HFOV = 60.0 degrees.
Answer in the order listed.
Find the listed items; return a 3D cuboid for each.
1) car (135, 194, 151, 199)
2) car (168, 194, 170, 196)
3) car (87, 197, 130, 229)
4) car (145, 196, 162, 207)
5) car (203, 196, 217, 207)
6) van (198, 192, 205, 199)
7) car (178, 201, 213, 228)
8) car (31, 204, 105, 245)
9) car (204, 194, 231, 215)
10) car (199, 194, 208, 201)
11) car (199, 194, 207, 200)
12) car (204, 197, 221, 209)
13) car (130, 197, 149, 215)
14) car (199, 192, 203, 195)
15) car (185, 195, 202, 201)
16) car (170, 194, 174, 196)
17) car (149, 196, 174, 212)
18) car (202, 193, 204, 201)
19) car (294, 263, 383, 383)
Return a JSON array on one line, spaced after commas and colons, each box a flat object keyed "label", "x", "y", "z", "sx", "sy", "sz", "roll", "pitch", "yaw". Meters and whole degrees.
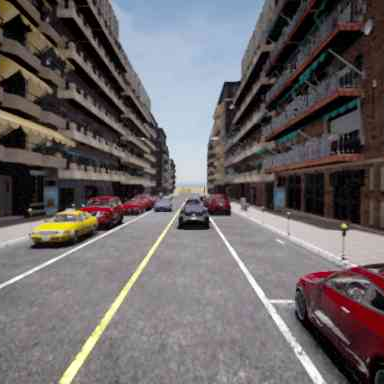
[{"label": "car", "x": -5.694, "y": 1.200, "z": 38.213, "sx": 2.192, "sy": 1.841, "sz": 5.009, "roll": -1, "pitch": 0, "yaw": 0}, {"label": "car", "x": -5.682, "y": 1.370, "z": 60.874, "sx": 1.947, "sy": 1.339, "sz": 4.313, "roll": -1, "pitch": 0, "yaw": 0}, {"label": "car", "x": -5.700, "y": 1.254, "z": 21.220, "sx": 2.192, "sy": 1.841, "sz": 5.009, "roll": -1, "pitch": 0, "yaw": 0}, {"label": "car", "x": -5.686, "y": 1.391, "z": 49.543, "sx": 1.887, "sy": 1.381, "sz": 4.507, "roll": -1, "pitch": 0, "yaw": 0}, {"label": "car", "x": 2.661, "y": 1.390, "z": 49.600, "sx": 1.887, "sy": 1.381, "sz": 4.507, "roll": -1, "pitch": 0, "yaw": 0}, {"label": "van", "x": 2.706, "y": 1.010, "z": 94.915, "sx": 1.690, "sy": 1.788, "sz": 3.998, "roll": -1, "pitch": 0, "yaw": 0}, {"label": "car", "x": 0.113, "y": 1.501, "z": 21.755, "sx": 1.994, "sy": 1.385, "sz": 4.181, "roll": 0, "pitch": 0, "yaw": 0}, {"label": "car", "x": -5.699, "y": 1.481, "z": 15.385, "sx": 1.752, "sy": 1.417, "sz": 4.829, "roll": -1, "pitch": 0, "yaw": 0}, {"label": "car", "x": 2.651, "y": 1.218, "z": 32.605, "sx": 2.192, "sy": 1.841, "sz": 5.009, "roll": -1, "pitch": 0, "yaw": 0}, {"label": "car", "x": 2.703, "y": 1.290, "z": 77.922, "sx": 2.008, "sy": 1.369, "sz": 4.403, "roll": -1, "pitch": 0, "yaw": 0}, {"label": "car", "x": 2.706, "y": 1.299, "z": 83.587, "sx": 1.802, "sy": 1.307, "sz": 4.206, "roll": -1, "pitch": 0, "yaw": 0}, {"label": "car", "x": 2.659, "y": 1.431, "z": 43.935, "sx": 1.947, "sy": 1.339, "sz": 4.313, "roll": -1, "pitch": 0, "yaw": 0}, {"label": "car", "x": -5.692, "y": 1.448, "z": 32.550, "sx": 1.887, "sy": 1.381, "sz": 4.507, "roll": -1, "pitch": 0, "yaw": 0}, {"label": "car", "x": 2.703, "y": 1.327, "z": 72.257, "sx": 1.947, "sy": 1.339, "sz": 4.313, "roll": -1, "pitch": 0, "yaw": 0}, {"label": "car", "x": 0.113, "y": 1.406, "z": 39.433, "sx": 1.812, "sy": 1.442, "sz": 4.674, "roll": 0, "pitch": 0, "yaw": 0}, {"label": "car", "x": -5.673, "y": 1.245, "z": 89.198, "sx": 2.008, "sy": 1.369, "sz": 4.403, "roll": -1, "pitch": 0, "yaw": 0}, {"label": "car", "x": -3.075, "y": 1.438, "z": 36.539, "sx": 2.033, "sy": 1.411, "sz": 5.357, "roll": 0, "pitch": 0, "yaw": 0}, {"label": "car", "x": 2.653, "y": 1.200, "z": 38.271, "sx": 2.192, "sy": 1.841, "sz": 5.009, "roll": -1, "pitch": 0, "yaw": 0}, {"label": "car", "x": 2.646, "y": 1.569, "z": 4.285, "sx": 1.802, "sy": 1.307, "sz": 4.206, "roll": -1, "pitch": 0, "yaw": 0}]
